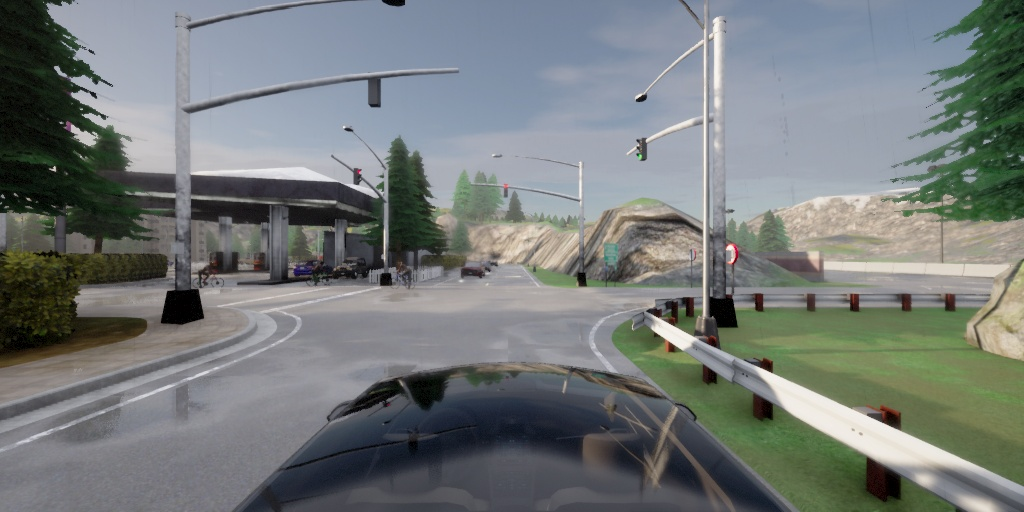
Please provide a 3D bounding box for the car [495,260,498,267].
[{"bbox_3d":[-3.461,1.351,64.501,1.895,1.301,4.718,0,0,0],"label":"car"}]

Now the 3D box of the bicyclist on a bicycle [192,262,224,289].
[{"bbox_3d":[-18.539,1.190,21.907,1.656,1.620,0.582,0,-1,-15],"label":"bicyclist on a bicycle"}]

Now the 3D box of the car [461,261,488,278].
[{"bbox_3d":[-3.576,1.228,33.469,1.882,1.535,5.008,0,0,0],"label":"car"}]

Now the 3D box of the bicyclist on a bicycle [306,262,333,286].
[{"bbox_3d":[-13.084,1.203,24.373,1.656,1.620,0.582,0,0,-40],"label":"bicyclist on a bicycle"}]

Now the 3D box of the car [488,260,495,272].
[{"bbox_3d":[-3.564,1.298,45.185,2.033,1.411,5.357,0,0,0],"label":"car"}]

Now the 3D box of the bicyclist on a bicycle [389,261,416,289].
[{"bbox_3d":[-6.289,1.115,20.588,1.656,1.620,0.582,0,-1,12],"label":"bicyclist on a bicycle"}]
